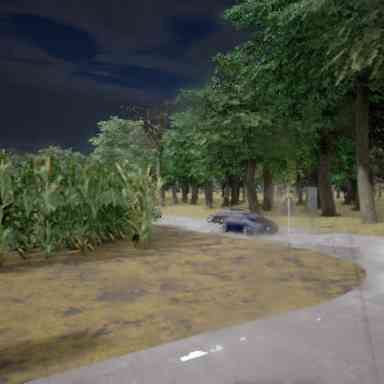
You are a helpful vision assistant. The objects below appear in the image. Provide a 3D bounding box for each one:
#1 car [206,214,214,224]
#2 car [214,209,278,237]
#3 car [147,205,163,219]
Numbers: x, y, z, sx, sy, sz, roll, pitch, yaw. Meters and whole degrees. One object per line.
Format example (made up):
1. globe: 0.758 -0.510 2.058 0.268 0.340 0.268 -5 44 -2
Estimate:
1. car: 3.293 2.112 28.212 2.033 1.411 5.357 -1 -1 -29
2. car: 3.589 2.034 21.573 1.994 1.385 4.181 -1 -1 -29
3. car: -5.266 2.007 37.469 2.150 2.045 5.566 -1 0 -29
